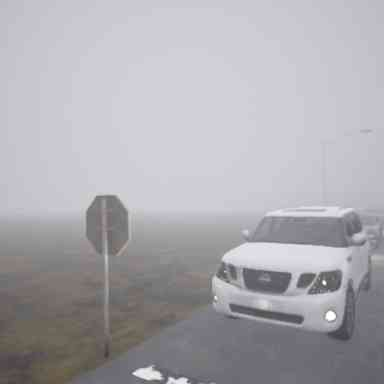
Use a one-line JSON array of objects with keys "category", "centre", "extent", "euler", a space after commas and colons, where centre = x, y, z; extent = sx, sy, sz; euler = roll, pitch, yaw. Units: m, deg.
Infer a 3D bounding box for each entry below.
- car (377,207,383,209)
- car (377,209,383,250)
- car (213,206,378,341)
[{"category": "car", "centre": [14.519, 1.925, 26.197], "extent": [1.882, 1.535, 5.008], "euler": [-2, -2, 33]}, {"category": "car", "centre": [8.098, 1.778, 16.049], "extent": [1.837, 1.490, 4.892], "euler": [-2, -1, 32]}, {"category": "car", "centre": [2.558, 1.363, 7.310], "extent": [2.150, 2.045, 5.566], "euler": [-2, -2, 33]}]
